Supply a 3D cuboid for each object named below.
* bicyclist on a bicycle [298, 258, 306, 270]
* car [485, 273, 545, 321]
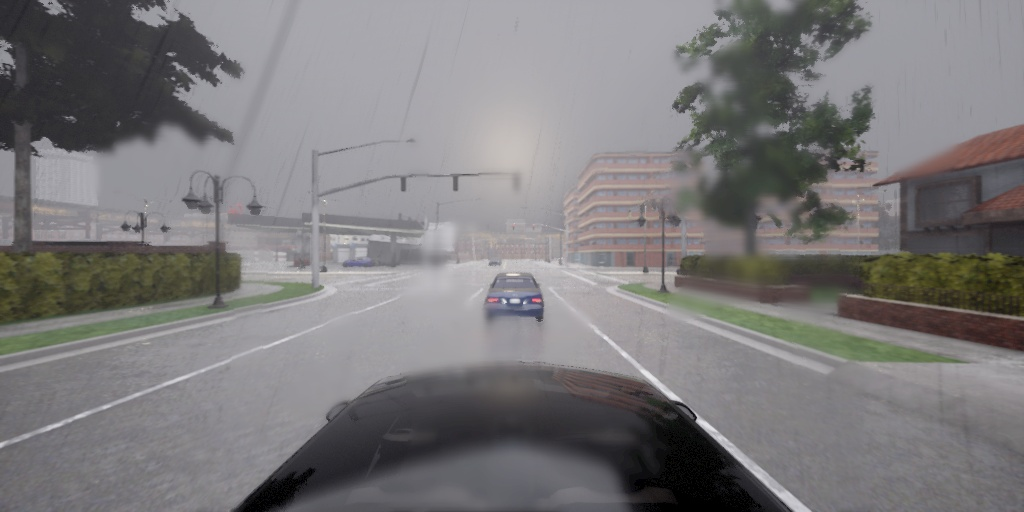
[{"bbox_3d":[-29.052,1.083,49.438,0.582,1.620,1.656,-10,5,0],"label":"bicyclist on a bicycle"},{"bbox_3d":[0.089,1.276,12.349,2.033,1.411,5.357,0,0,0],"label":"car"}]
